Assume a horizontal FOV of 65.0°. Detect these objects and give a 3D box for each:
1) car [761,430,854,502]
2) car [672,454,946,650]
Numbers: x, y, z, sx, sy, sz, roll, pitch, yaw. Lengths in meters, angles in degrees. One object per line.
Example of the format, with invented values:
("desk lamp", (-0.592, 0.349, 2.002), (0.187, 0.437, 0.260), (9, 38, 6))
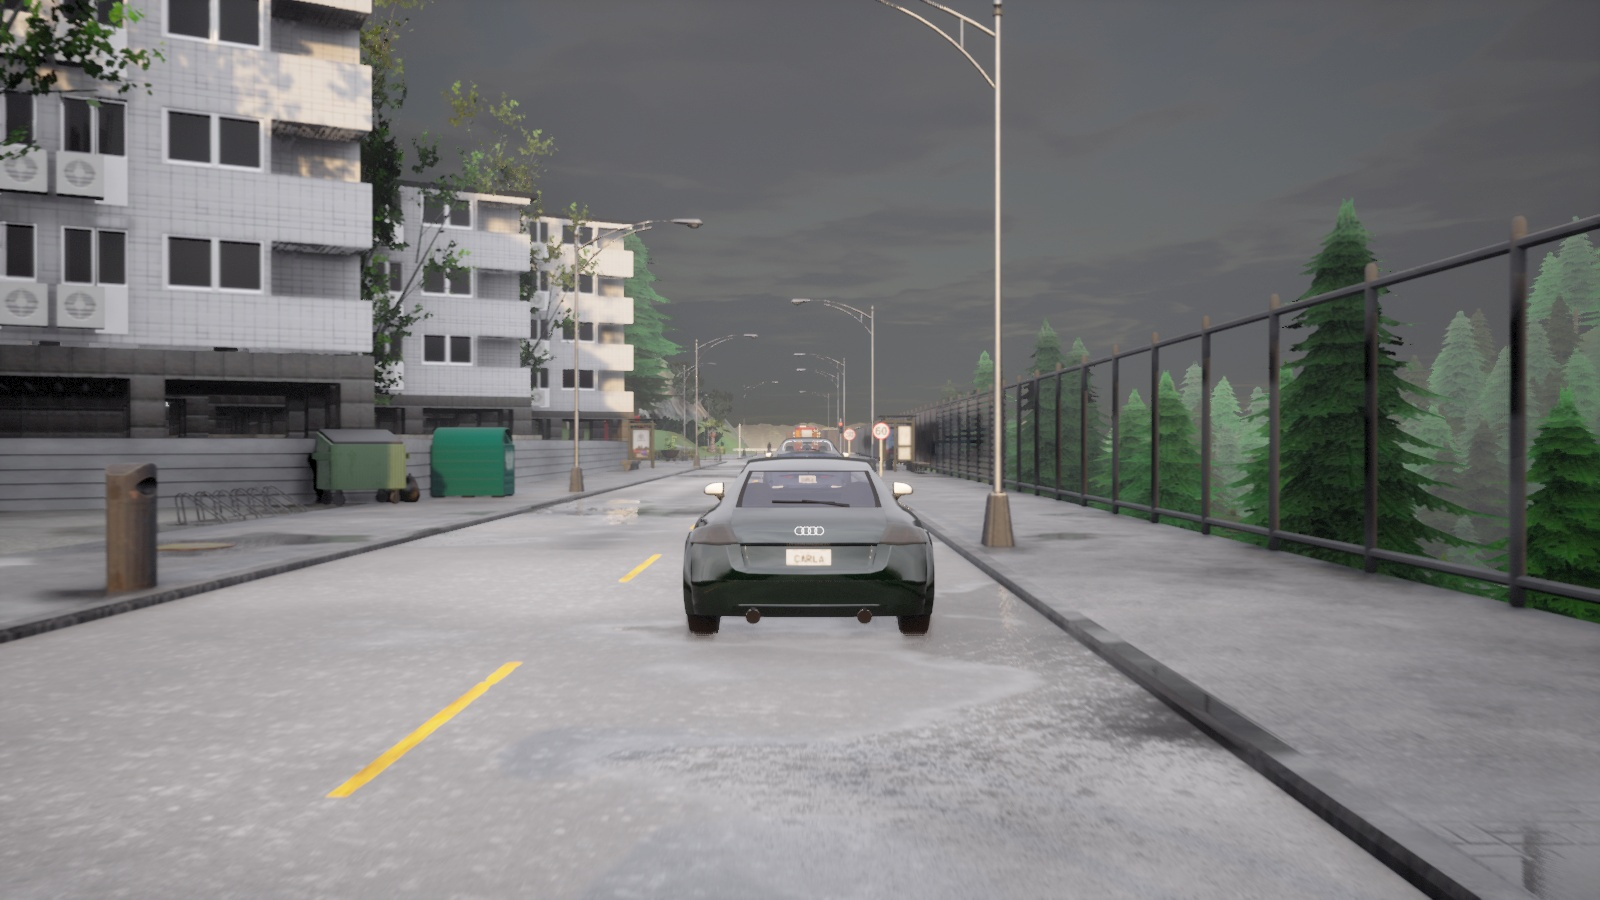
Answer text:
("car", (0.182, 0.348, 31.431), (2.152, 1.651, 5.027), (0, 0, 0))
("car", (0.075, 0.747, 11.220), (1.994, 1.385, 4.181), (0, 0, 0))
